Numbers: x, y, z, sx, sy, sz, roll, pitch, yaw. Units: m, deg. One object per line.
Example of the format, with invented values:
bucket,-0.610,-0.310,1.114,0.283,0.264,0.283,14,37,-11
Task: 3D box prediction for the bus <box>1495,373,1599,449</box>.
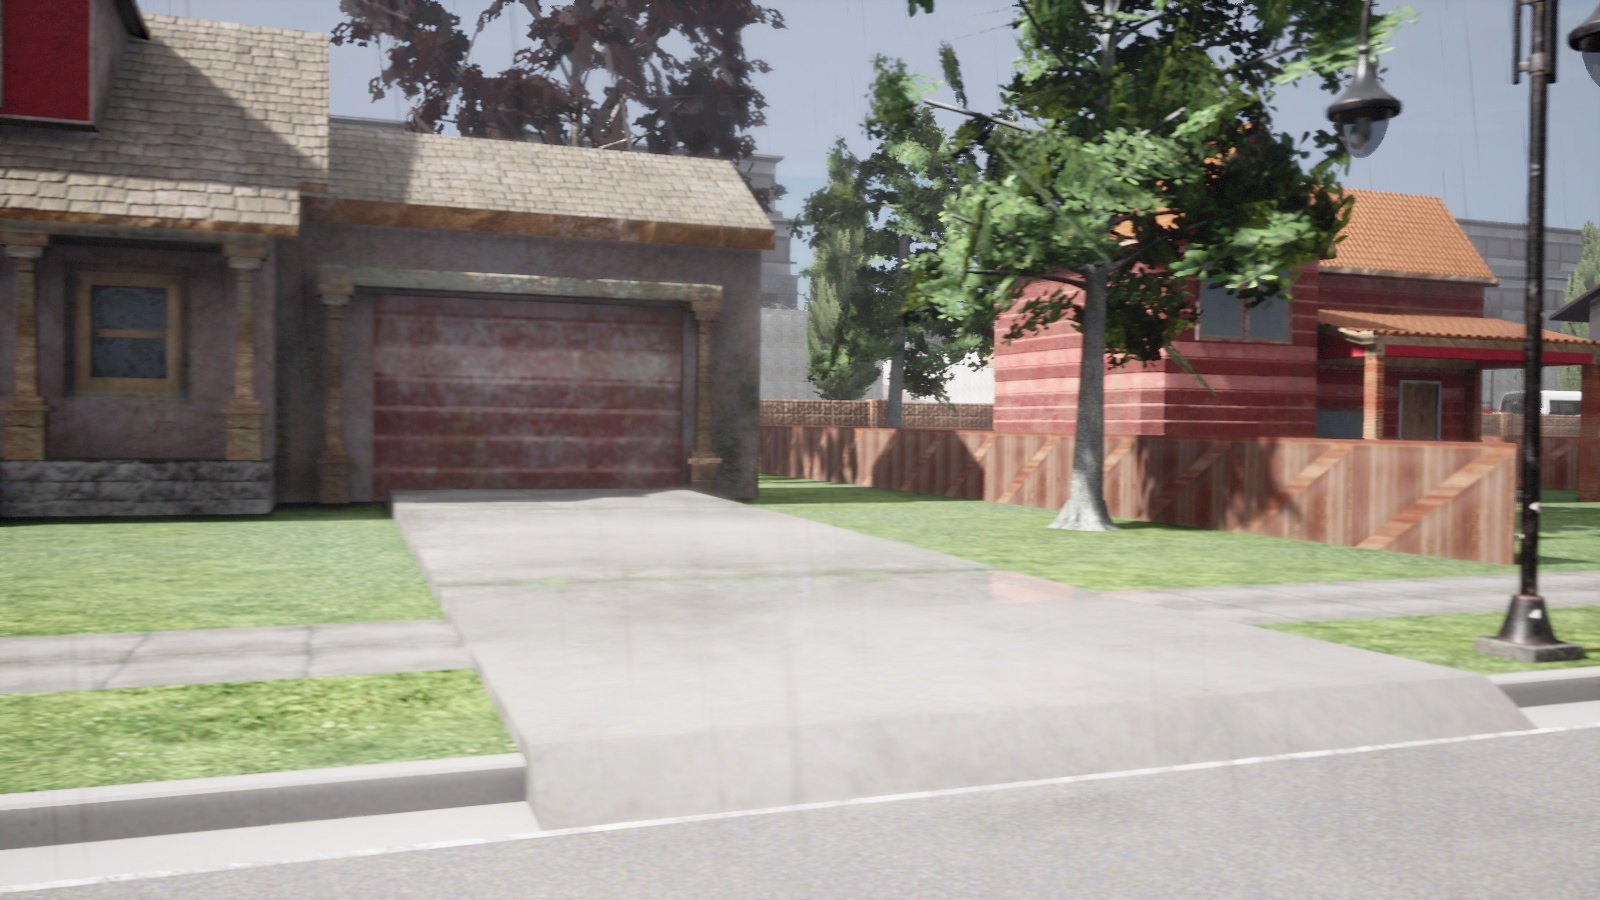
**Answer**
bus,46.556,-2.287,74.088,10.273,4.253,3.944,-1,1,-20
